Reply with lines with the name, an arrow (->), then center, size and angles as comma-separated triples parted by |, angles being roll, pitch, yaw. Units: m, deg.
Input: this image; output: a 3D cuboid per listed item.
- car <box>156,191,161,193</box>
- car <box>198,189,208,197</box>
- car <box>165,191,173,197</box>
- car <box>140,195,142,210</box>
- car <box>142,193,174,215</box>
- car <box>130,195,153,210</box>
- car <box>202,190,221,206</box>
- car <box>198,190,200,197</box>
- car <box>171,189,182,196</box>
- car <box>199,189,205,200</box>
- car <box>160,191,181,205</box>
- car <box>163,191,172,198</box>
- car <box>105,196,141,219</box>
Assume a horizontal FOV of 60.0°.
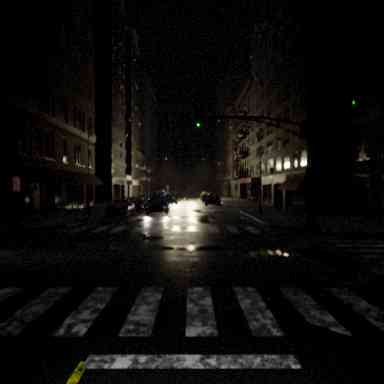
car -> -5.452, 0.889, 52.710 | 1.947, 1.339, 4.313 | 0, 1, 0
car -> 2.538, 0.284, 79.979 | 2.192, 1.841, 5.009 | 0, 1, 0
car -> -5.485, 0.552, 79.975 | 1.802, 1.307, 4.206 | 0, 1, 0
car -> -5.425, 1.151, 30.896 | 1.887, 1.381, 4.507 | 0, 1, 0
car -> -2.883, 1.108, 29.038 | 1.882, 1.535, 5.008 | 0, 1, 0
car -> -5.432, 1.064, 36.178 | 1.752, 1.417, 4.829 | 0, 1, 0
car -> 2.587, 0.906, 41.803 | 1.967, 1.590, 4.097 | 0, 1, 0
car -> 2.567, 0.796, 58.167 | 1.887, 1.381, 4.507 | 0, 1, 0
car -> -2.824, 0.196, 60.057 | 2.097, 1.767, 4.553 | 0, 1, 0
car -> 2.573, 0.763, 52.712 | 1.967, 1.590, 4.097 | 0, 1, 0
car -> -2.891, 0.952, 44.815 | 1.812, 1.442, 4.674 | 0, 1, 0
car -> -5.478, 0.566, 74.352 | 1.752, 1.417, 4.829 | 0, 1, 0
car -> -5.419, 1.227, 25.442 | 2.008, 1.369, 4.403 | 0, 1, 0
